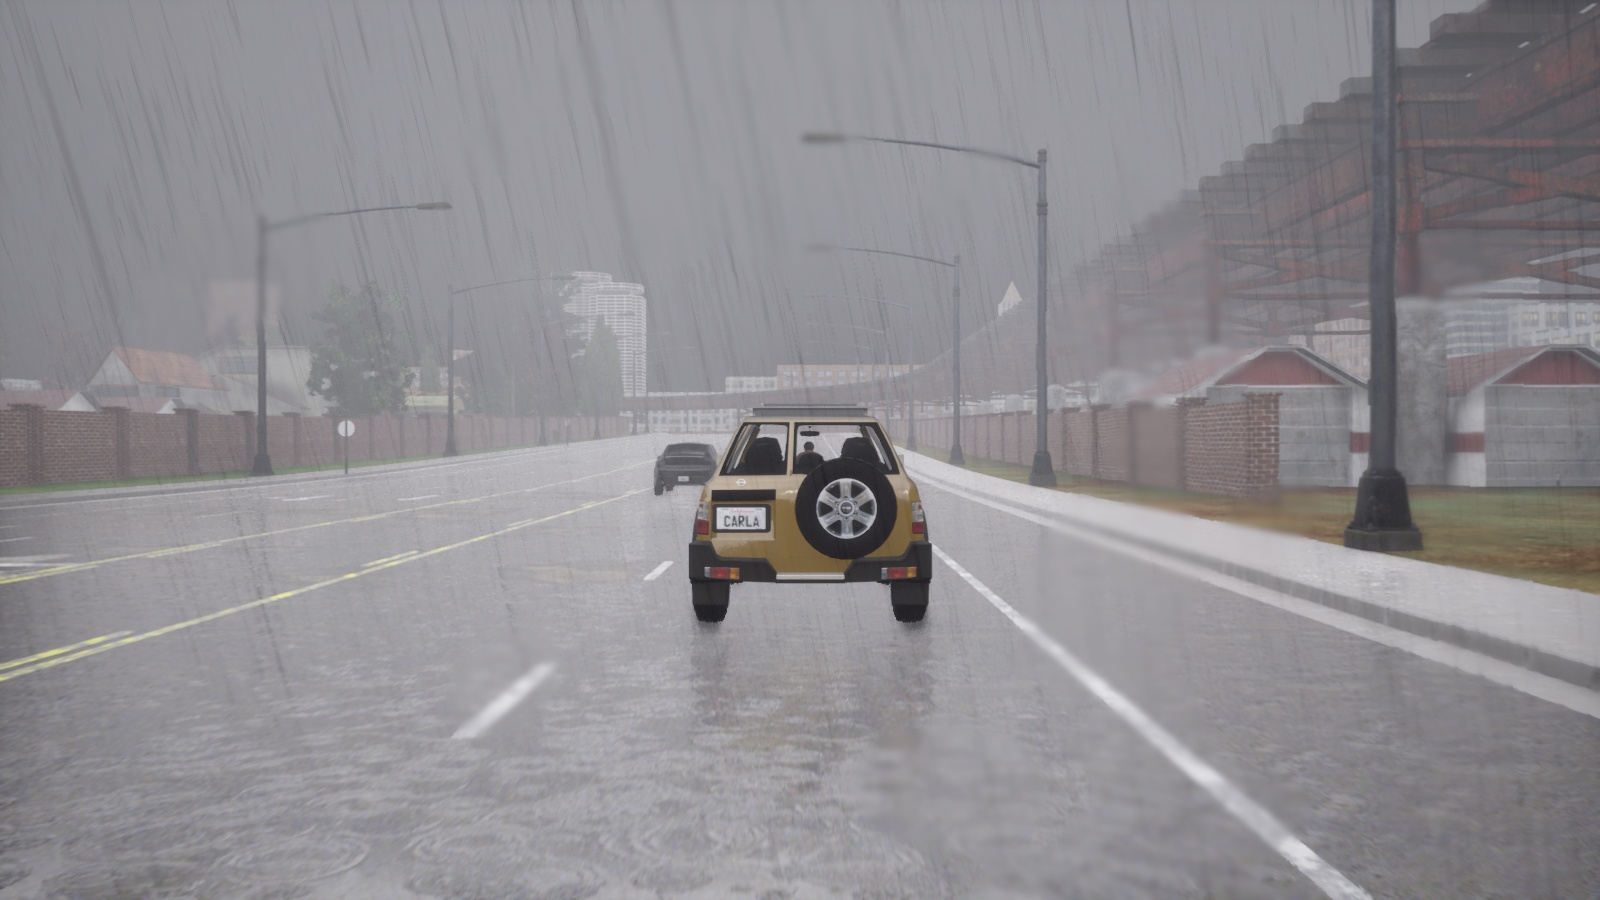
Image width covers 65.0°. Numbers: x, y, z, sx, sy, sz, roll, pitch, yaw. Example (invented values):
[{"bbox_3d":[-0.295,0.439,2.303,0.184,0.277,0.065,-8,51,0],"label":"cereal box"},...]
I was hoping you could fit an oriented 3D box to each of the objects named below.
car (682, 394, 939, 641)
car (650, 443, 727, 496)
[{"bbox_3d":[0.091,0.497,11.735,1.932,1.855,4.605,0,0,0],"label":"car"},{"bbox_3d":[-3.243,0.531,37.485,1.837,1.490,4.892,0,0,0],"label":"car"}]
